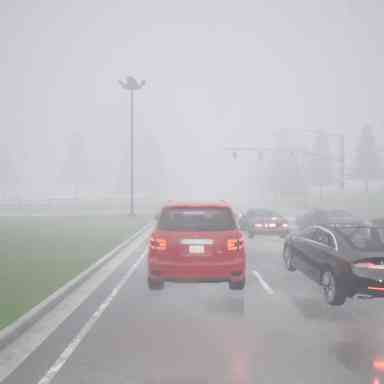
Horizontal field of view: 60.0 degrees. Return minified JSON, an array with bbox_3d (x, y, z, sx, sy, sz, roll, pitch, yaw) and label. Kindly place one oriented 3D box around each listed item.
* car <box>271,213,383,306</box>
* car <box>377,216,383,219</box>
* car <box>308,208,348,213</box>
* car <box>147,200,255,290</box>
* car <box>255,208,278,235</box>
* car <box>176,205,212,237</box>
[{"bbox_3d":[3.615,1.491,8.012,2.128,1.511,4.902,0,0,0],"label":"car"},{"bbox_3d":[10.633,1.564,16.313,1.994,1.385,4.181,0,0,0],"label":"car"},{"bbox_3d":[7.137,1.547,17.653,2.033,1.411,5.357,0,0,0],"label":"car"},{"bbox_3d":[0.112,1.221,9.225,2.150,2.045,5.566,0,0,0],"label":"car"},{"bbox_3d":[3.636,1.547,17.538,2.033,1.411,5.357,0,0,0],"label":"car"},{"bbox_3d":[0.123,1.526,18.928,1.812,1.442,4.674,0,0,0],"label":"car"}]
